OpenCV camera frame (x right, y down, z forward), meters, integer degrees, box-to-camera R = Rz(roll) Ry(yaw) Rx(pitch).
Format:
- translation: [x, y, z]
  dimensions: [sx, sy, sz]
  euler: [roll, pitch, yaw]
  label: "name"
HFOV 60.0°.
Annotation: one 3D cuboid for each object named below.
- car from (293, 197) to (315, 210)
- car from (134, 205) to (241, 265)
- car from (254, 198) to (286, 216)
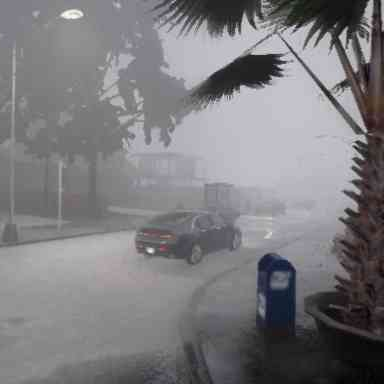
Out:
- translation: [14.226, 1.386, 42.154]
  dimensions: [1.882, 1.535, 5.008]
  euler: [2, 0, 32]
  label: "car"
- translation: [0.098, 1.394, 11.397]
  dimensions: [1.837, 1.490, 4.892]
  euler: [2, 1, 32]
  label: "car"
- translation: [7.348, 1.364, 31.033]
  dimensions: [1.837, 1.490, 4.892]
  euler: [2, 1, 32]
  label: "car"
